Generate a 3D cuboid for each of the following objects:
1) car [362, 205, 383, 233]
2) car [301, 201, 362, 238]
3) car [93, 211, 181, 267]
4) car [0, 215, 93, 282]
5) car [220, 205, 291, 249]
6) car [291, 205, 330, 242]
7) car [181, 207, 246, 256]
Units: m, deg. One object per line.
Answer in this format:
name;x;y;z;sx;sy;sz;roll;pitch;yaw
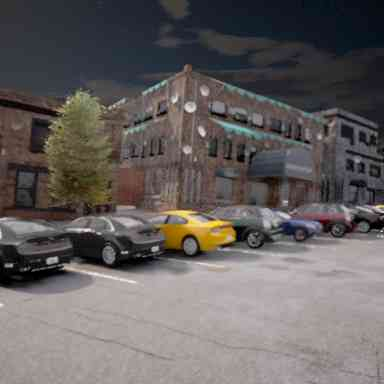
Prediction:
car;8.828;1.543;19.931;5.008;1.535;2.097;-1;-1;35
car;6.456;1.395;18.210;4.553;1.767;2.185;-1;-1;34
car;-3.099;1.481;11.380;4.892;1.521;2.231;-1;-1;34
car;-5.481;1.475;9.668;4.892;1.521;2.231;-1;-1;34
car;1.687;1.367;14.794;4.553;1.767;2.185;-1;-1;34
car;4.052;1.544;16.529;4.674;1.452;2.002;-1;-1;34
car;-0.716;1.485;13.097;5.008;1.535;2.097;-1;-1;34
